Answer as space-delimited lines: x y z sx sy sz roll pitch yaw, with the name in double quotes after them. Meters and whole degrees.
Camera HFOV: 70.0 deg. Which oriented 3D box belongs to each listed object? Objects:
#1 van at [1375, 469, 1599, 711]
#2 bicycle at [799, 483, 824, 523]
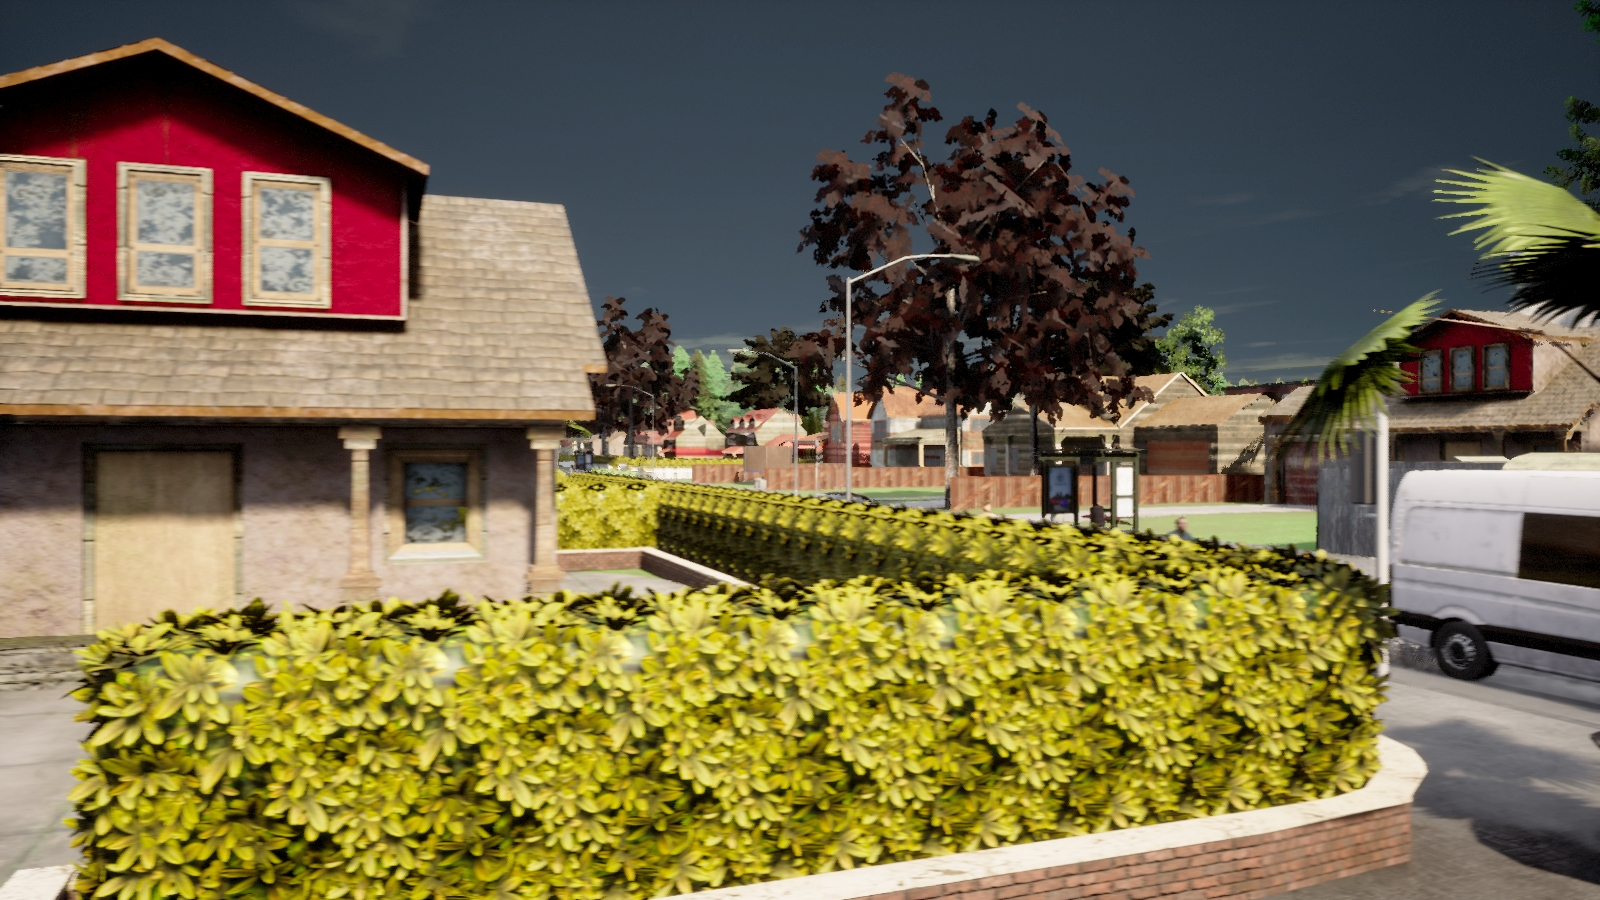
9.553 1.536 12.647 1.988 2.561 5.915 0 0 -20 "van"
0.440 2.068 44.941 0.329 1.471 1.835 0 0 -20 "bicycle"
